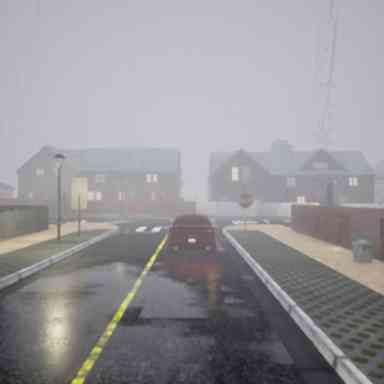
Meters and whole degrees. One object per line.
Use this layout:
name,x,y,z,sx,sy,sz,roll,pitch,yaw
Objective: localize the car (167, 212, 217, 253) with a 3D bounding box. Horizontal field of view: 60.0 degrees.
car,0.007,1.615,14.482,1.882,1.535,5.008,0,0,0
